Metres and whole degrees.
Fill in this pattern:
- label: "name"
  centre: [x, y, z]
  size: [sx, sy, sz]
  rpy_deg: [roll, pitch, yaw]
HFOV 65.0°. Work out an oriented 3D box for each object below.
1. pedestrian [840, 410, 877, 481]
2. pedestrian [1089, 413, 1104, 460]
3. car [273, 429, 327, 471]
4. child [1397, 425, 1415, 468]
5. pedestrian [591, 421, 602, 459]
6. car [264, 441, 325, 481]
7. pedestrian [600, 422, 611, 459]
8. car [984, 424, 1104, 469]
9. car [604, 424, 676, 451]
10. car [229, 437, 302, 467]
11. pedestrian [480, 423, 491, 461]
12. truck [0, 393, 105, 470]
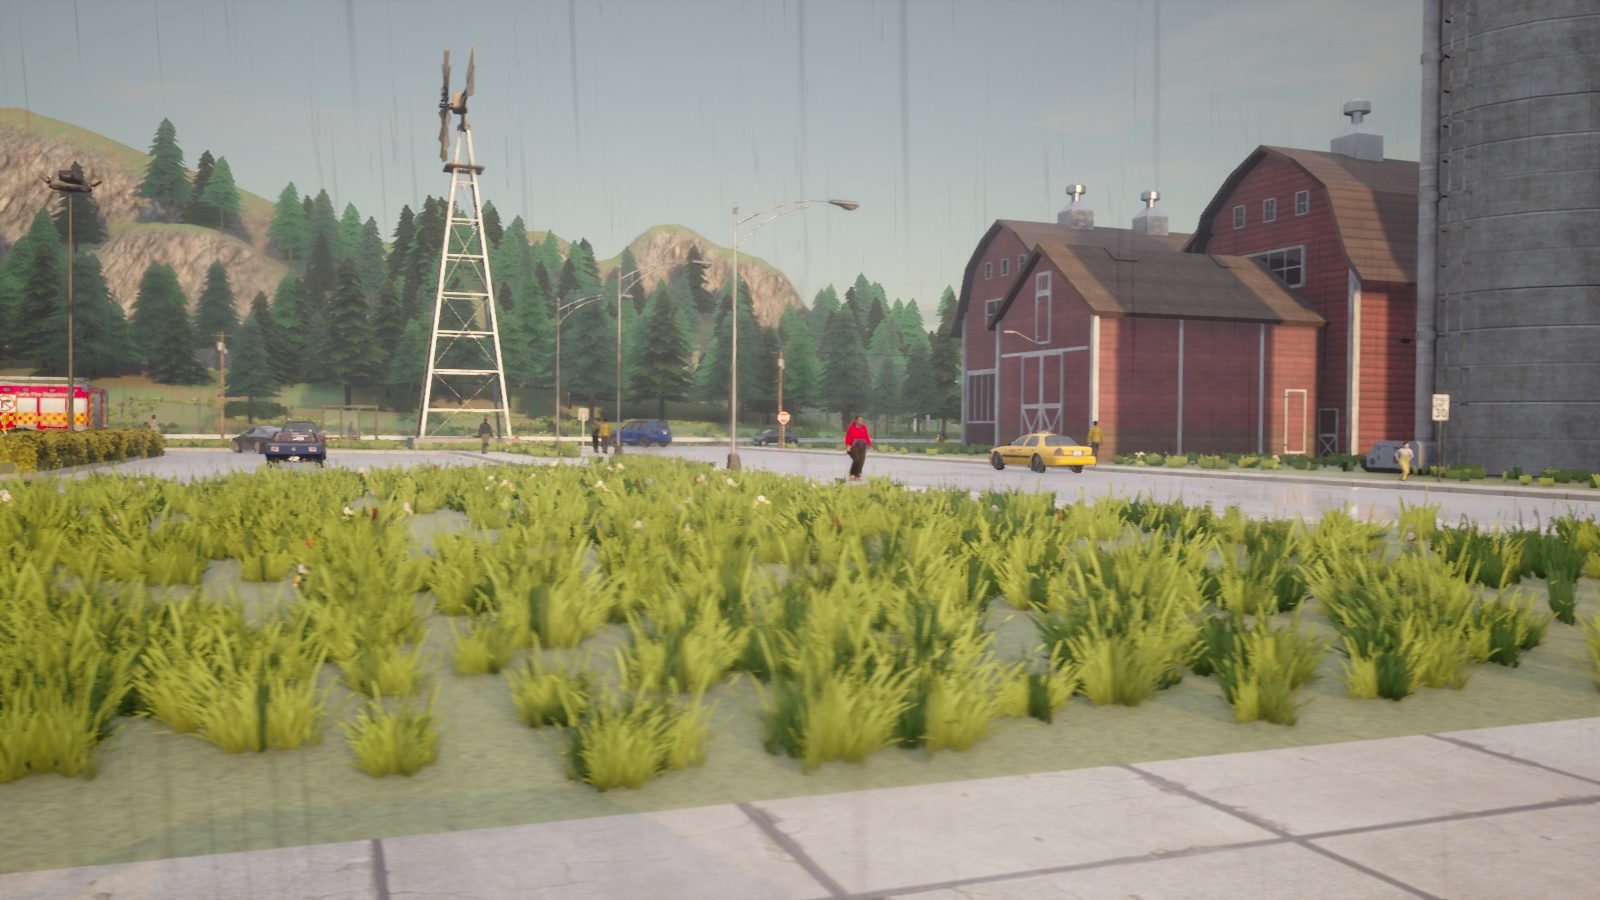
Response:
- label: "pedestrian"
  centre: [1.547, -0.131, 33.274]
  size: [0.634, 1.844, 0.899]
  rpy_deg: [-1, 1, -22]
- label: "pedestrian"
  centre: [11.884, -0.547, 50.340]
  size: [0.431, 1.840, 0.709]
  rpy_deg: [-1, 1, 3]
- label: "car"
  centre: [-22.210, -0.018, 55.933]
  size: [2.097, 1.767, 4.553]
  rpy_deg: [-1, 1, -21]
- label: "child"
  centre: [17.693, -0.107, 36.672]
  size: [0.270, 1.263, 0.437]
  rpy_deg: [-1, 1, -4]
- label: "pedestrian"
  centre: [-10.596, -0.524, 65.324]
  size: [0.423, 1.949, 0.788]
  rpy_deg: [-1, 1, -16]
- label: "car"
  centre: [-18.042, 0.359, 44.945]
  size: [1.895, 1.301, 4.718]
  rpy_deg: [-1, 1, -21]
- label: "pedestrian"
  centre: [-9.597, -0.479, 61.921]
  size: [0.431, 1.840, 0.709]
  rpy_deg: [-1, 1, -13]
- label: "car"
  centre: [9.010, -0.170, 46.896]
  size: [1.801, 1.575, 5.366]
  rpy_deg: [-1, 1, -21]
- label: "car"
  centre: [-12.258, -0.959, 95.984]
  size: [5.566, 2.045, 2.150]
  rpy_deg: [0, 1, 38]
- label: "car"
  centre: [-27.456, 0.069, 64.442]
  size: [4.674, 1.442, 1.812]
  rpy_deg: [0, 1, 44]
- label: "pedestrian"
  centre: [-15.204, -0.390, 60.759]
  size: [0.370, 1.835, 0.726]
  rpy_deg: [-1, 1, -24]
- label: "truck"
  centre: [-40.659, -0.952, 64.135]
  size: [8.468, 3.827, 2.891]
  rpy_deg: [-1, 1, -12]
